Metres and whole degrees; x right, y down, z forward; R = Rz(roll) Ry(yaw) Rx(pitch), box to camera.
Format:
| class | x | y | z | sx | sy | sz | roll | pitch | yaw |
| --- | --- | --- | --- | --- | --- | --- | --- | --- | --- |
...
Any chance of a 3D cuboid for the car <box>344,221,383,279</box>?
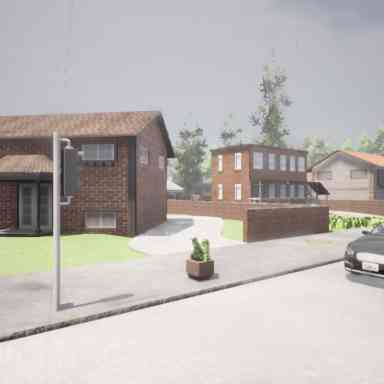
| class | x | y | z | sx | sy | sz | roll | pitch | yaw |
| --- | --- | --- | --- | --- | --- | --- | --- | --- | --- |
| car | 6.147 | 1.488 | 9.300 | 4.902 | 1.511 | 2.128 | 0 | 0 | -37 |

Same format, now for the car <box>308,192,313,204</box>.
| class | x | y | z | sx | sy | sz | roll | pitch | yaw |
| --- | --- | --- | --- | --- | --- | --- | --- | --- | --- |
| car | 9.917 | 0.973 | 31.488 | 3.866 | 1.878 | 1.905 | 0 | 0 | -37 |
